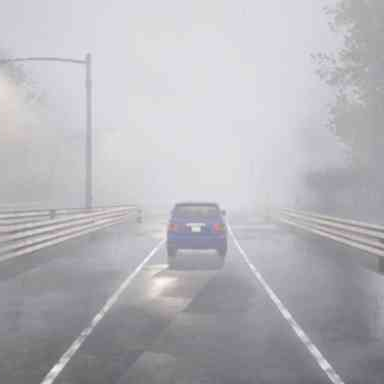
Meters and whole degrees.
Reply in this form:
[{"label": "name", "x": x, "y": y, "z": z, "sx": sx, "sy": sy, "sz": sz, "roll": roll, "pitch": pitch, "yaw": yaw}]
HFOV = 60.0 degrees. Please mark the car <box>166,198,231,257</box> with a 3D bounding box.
[{"label": "car", "x": 0.247, "y": 1.342, "z": 13.680, "sx": 2.150, "sy": 2.045, "sz": 5.566, "roll": 0, "pitch": 0, "yaw": 2}]
